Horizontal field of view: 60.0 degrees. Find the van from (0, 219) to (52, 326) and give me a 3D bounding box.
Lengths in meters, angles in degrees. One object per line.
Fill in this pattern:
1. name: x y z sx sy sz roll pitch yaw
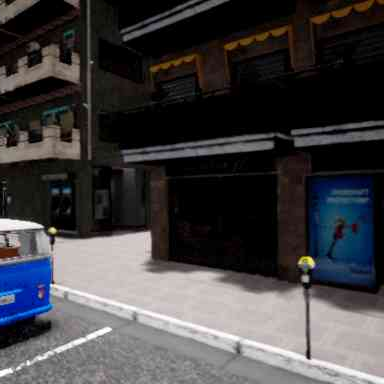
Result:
1. van: -4.188 1.315 5.875 3.998 1.788 1.690 0 -1 35
